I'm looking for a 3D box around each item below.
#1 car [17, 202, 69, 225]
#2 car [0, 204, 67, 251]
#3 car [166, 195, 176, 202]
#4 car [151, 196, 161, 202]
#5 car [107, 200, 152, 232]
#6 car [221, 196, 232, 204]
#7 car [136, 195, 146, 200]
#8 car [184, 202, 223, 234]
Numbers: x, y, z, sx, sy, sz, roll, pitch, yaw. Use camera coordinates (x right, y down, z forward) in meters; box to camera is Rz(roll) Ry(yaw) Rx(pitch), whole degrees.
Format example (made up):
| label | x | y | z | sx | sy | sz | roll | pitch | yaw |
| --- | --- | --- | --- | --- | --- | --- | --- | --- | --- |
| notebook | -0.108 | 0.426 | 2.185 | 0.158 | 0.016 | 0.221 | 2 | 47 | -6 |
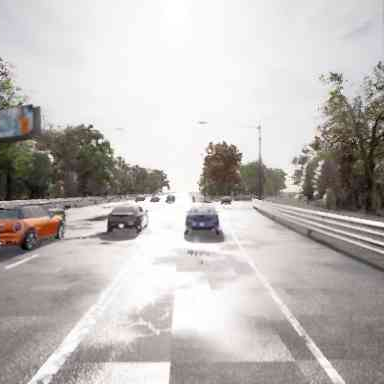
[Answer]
| label | x | y | z | sx | sy | sz | roll | pitch | yaw |
| --- | --- | --- | --- | --- | --- | --- | --- | --- | --- |
| car | -10.797 | 1.528 | 24.462 | 1.994 | 1.385 | 4.181 | 0 | 0 | -1 |
| car | -7.148 | 1.328 | 14.189 | 2.097 | 1.767 | 4.553 | 0 | 0 | -1 |
| car | -4.601 | 1.337 | 73.212 | 2.097 | 1.767 | 4.553 | 0 | 0 | -1 |
| car | -8.117 | 1.523 | 74.245 | 1.994 | 1.385 | 4.181 | 0 | 0 | -1 |
| car | -3.729 | 1.493 | 19.795 | 1.837 | 1.490 | 4.892 | 0 | 0 | -1 |
| car | 6.984 | 1.669 | 66.460 | 1.837 | 1.490 | 4.892 | 0 | -1 | 12 |
| car | -11.645 | 1.484 | 76.183 | 2.128 | 1.511 | 4.902 | 0 | 0 | -1 |
| car | 0.638 | 1.477 | 19.256 | 1.882 | 1.535 | 5.008 | 0 | 0 | 3 |
